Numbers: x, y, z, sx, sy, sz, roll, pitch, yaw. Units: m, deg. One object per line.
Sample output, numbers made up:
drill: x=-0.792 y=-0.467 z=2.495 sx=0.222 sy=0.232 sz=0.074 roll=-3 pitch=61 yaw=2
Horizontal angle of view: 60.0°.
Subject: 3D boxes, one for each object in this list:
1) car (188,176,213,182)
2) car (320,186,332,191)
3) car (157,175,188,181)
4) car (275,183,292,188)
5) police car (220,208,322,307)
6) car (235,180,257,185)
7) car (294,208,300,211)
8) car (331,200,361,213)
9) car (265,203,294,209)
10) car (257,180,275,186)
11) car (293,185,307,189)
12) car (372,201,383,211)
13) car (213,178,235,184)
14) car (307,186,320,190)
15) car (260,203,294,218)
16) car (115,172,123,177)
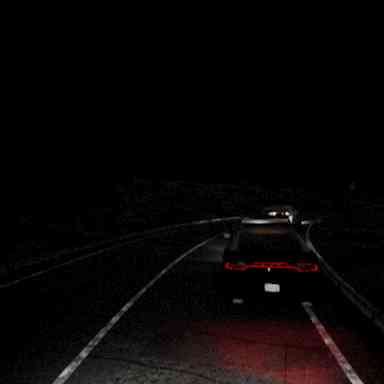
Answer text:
car: x=0.853 y=-2.180 z=62.960 sx=4.892 sy=1.521 sz=2.231 roll=2 pitch=-5 yaw=-30
car: x=32.864 y=-0.593 z=84.990 sx=4.553 sy=1.767 sz=2.185 roll=4 pitch=-6 yaw=-38
car: x=-3.936 y=-2.367 z=60.222 sx=4.892 sy=1.521 sz=2.231 roll=2 pitch=-5 yaw=-30
car: x=19.636 y=-1.227 z=75.021 sx=4.792 sy=1.488 sz=2.163 roll=3 pitch=-5 yaw=-35
police car: x=1.783 y=1.424 z=8.191 sx=1.930 sy=1.638 sz=5.238 roll=-1 pitch=0 yaw=10
car: x=10.313 y=-1.740 z=68.744 sx=5.008 sy=1.535 sz=2.097 roll=3 pitch=-5 yaw=-32
car: x=6.264 y=1.619 z=22.653 sx=1.812 sy=1.442 sz=4.674 roll=-2 pitch=-1 yaw=25
car: x=19.317 y=1.728 z=41.749 sx=4.553 sy=1.767 sz=2.097 roll=1 pitch=-4 yaw=-41
car: x=4.183 y=1.503 z=17.519 sx=1.801 sy=1.575 sz=5.366 roll=-1 pitch=-1 yaw=19
car: x=14.927 y=-1.632 z=71.782 sx=4.553 sy=1.767 sz=2.185 roll=3 pitch=-5 yaw=-33
car: x=24.113 y=-0.969 z=78.240 sx=4.674 sy=1.452 sz=2.002 roll=3 pitch=-5 yaw=-36
car: x=28.384 y=2.052 z=48.636 sx=4.181 sy=1.385 sz=1.994 roll=0 pitch=-4 yaw=-29
car: x=5.614 y=-1.927 z=65.799 sx=4.674 sy=1.452 sz=2.002 roll=3 pitch=-5 yaw=-31
car: x=28.441 y=-0.756 z=81.498 sx=4.892 sy=1.521 sz=2.231 roll=3 pitch=-5 yaw=-37
car: x=9.265 y=1.946 z=36.057 sx=1.812 sy=1.442 sz=4.674 roll=-4 pitch=-3 yaw=38
car: x=-13.437 y=-2.840 z=54.815 sx=4.553 sy=1.767 sz=2.185 roll=2 pitch=-5 yaw=-30
